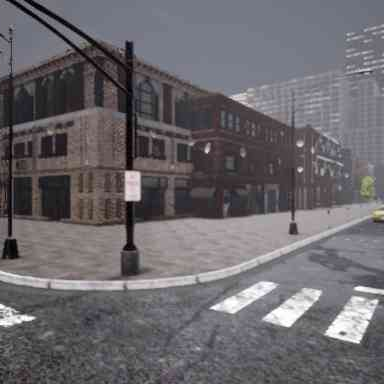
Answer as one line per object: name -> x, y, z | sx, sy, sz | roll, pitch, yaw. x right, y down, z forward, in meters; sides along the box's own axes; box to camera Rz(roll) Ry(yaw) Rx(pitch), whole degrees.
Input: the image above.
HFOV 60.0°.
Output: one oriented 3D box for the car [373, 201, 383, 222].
car -> 15.771, 1.671, 26.942 | 1.752, 1.417, 4.829 | 0, 0, 35
